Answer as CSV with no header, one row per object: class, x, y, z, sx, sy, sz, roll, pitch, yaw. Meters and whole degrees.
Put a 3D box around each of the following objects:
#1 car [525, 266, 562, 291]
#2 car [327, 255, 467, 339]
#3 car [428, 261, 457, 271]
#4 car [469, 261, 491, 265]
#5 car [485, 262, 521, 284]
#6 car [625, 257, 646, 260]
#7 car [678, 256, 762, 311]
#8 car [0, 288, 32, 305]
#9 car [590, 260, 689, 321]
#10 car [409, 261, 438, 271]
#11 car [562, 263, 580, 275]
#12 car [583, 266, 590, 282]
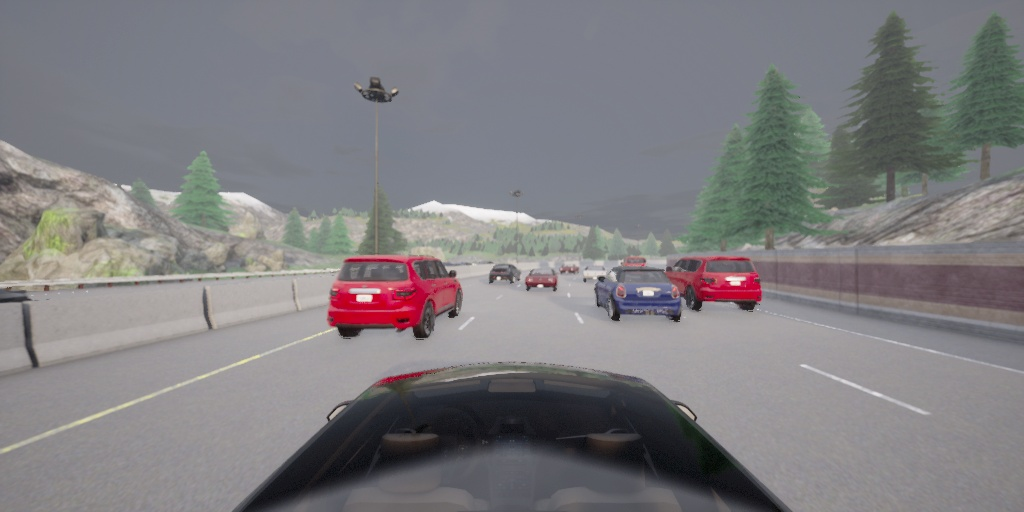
car,2.034,1.449,22.994,1.895,1.301,4.718,0,0,9
car,-2.986,1.011,10.388,2.150,2.045,5.566,0,0,4
car,-10.805,1.547,56.425,2.033,1.411,5.357,0,0,20
car,-4.178,1.504,54.157,1.837,1.490,4.892,0,-1,21
car,-0.475,1.378,28.476,1.837,1.490,4.892,0,0,11
car,11.377,1.119,33.366,2.150,2.045,5.566,0,0,14
car,7.955,1.034,14.945,2.150,2.045,5.566,0,0,6
car,-13.837,1.279,7.521,1.837,1.490,4.892,0,0,3
car,4.274,1.154,12.844,2.097,1.767,4.553,0,0,5
car,-14.145,1.497,57.476,2.128,1.511,4.902,0,0,21
car,6.982,1.543,43.152,1.895,1.301,4.718,0,0,18
car,7.125,1.486,30.700,1.895,1.301,4.718,0,0,13
